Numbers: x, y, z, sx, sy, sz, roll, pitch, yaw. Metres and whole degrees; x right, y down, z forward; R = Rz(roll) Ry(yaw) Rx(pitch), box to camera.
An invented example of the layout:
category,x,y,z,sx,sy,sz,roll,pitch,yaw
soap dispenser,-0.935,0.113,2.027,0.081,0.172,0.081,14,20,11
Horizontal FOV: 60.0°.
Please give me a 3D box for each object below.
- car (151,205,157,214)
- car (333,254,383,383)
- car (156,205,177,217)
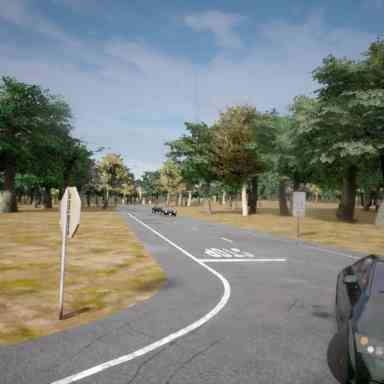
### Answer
category,x,y,z,sx,sy,sz,roll,pitch,yaw
car,-5.783,2.960,56.904,1.882,1.535,5.008,3,-2,-14
car,3.137,1.643,4.667,1.994,1.385,4.181,1,-1,22
car,-3.514,2.849,48.061,1.895,1.301,4.718,3,-2,-13
